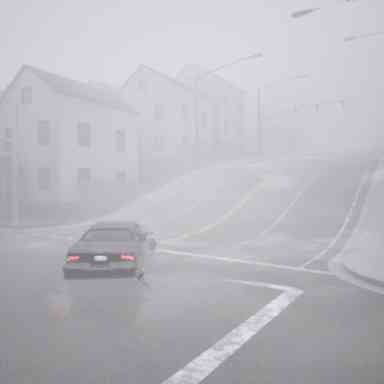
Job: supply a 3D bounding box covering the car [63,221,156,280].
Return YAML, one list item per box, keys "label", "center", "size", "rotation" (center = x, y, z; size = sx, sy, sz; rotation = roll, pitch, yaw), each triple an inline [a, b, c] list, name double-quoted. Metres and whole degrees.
- label: "car"
  center: [-2.233, 1.579, 10.035]
  size: [2.033, 1.411, 5.357]
  rotation: [0, -1, -4]
